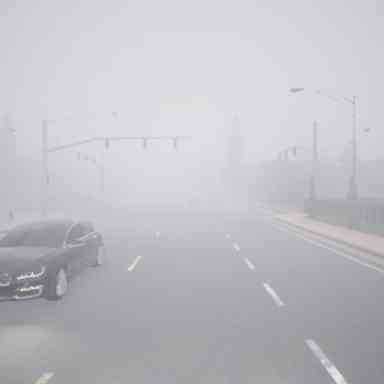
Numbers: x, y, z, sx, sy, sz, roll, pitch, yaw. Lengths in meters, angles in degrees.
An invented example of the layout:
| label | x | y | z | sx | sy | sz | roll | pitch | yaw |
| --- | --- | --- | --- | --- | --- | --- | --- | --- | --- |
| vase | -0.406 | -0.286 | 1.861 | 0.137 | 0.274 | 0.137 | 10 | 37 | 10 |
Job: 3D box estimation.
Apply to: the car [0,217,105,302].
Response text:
| label | x | y | z | sx | sy | sz | roll | pitch | yaw |
| --- | --- | --- | --- | --- | --- | --- | --- | --- | --- |
| car | -3.557 | 1.453 | 8.277 | 1.837 | 1.490 | 4.892 | 0 | 0 | 0 |

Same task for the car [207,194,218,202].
| label | x | y | z | sx | sy | sz | roll | pitch | yaw |
| --- | --- | --- | --- | --- | --- | --- | --- | --- | --- |
| car | 3.817 | 1.128 | 62.913 | 1.812 | 1.442 | 4.674 | 0 | 0 | 0 |

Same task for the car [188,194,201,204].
| label | x | y | z | sx | sy | sz | roll | pitch | yaw |
| --- | --- | --- | --- | --- | --- | --- | --- | --- | --- |
| car | 0.397 | 1.193 | 52.629 | 1.812 | 1.442 | 4.674 | 0 | 0 | 0 |

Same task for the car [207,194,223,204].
| label | x | y | z | sx | sy | sz | roll | pitch | yaw |
| --- | --- | --- | --- | --- | --- | --- | --- | --- | --- |
| car | 3.902 | 1.228 | 53.126 | 1.994 | 1.385 | 4.181 | 0 | 0 | 0 |

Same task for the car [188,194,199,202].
| label | x | y | z | sx | sy | sz | roll | pitch | yaw |
| --- | --- | --- | --- | --- | --- | --- | --- | --- | --- |
| car | 0.317 | 1.150 | 62.914 | 2.033 | 1.411 | 5.357 | 0 | 0 | 0 |
